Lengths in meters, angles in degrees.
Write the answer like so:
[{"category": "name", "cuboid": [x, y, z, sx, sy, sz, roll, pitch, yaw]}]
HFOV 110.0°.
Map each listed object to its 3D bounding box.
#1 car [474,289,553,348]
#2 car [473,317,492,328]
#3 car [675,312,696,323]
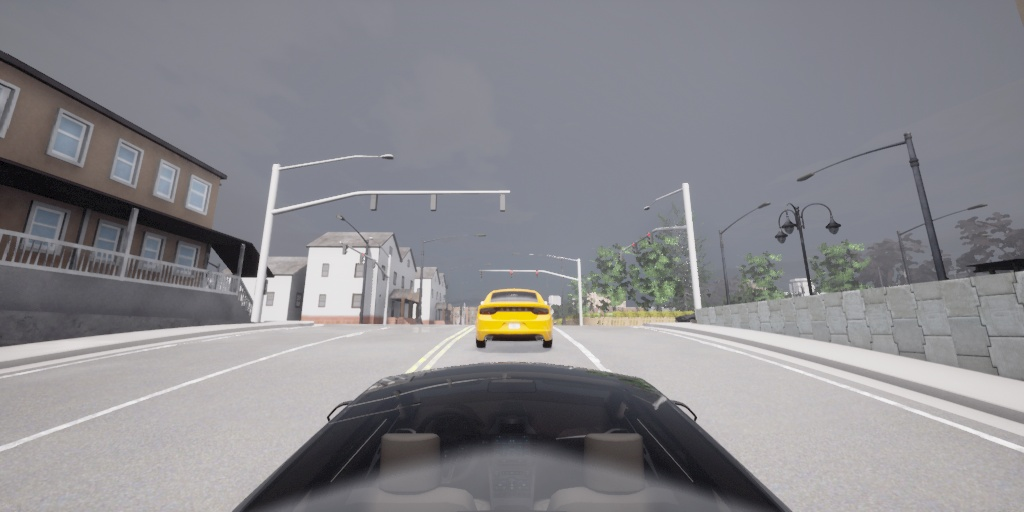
[{"category": "car", "cuboid": [0.060, 1.721, 10.529, 1.882, 1.535, 5.008, 0, -7, 0]}, {"category": "car", "cuboid": [-3.648, 8.362, 44.930, 1.895, 1.301, 4.718, 0, -12, 0]}, {"category": "car", "cuboid": [16.455, 5.254, 30.395, 5.008, 1.535, 1.882, 0, -12, 1]}]
